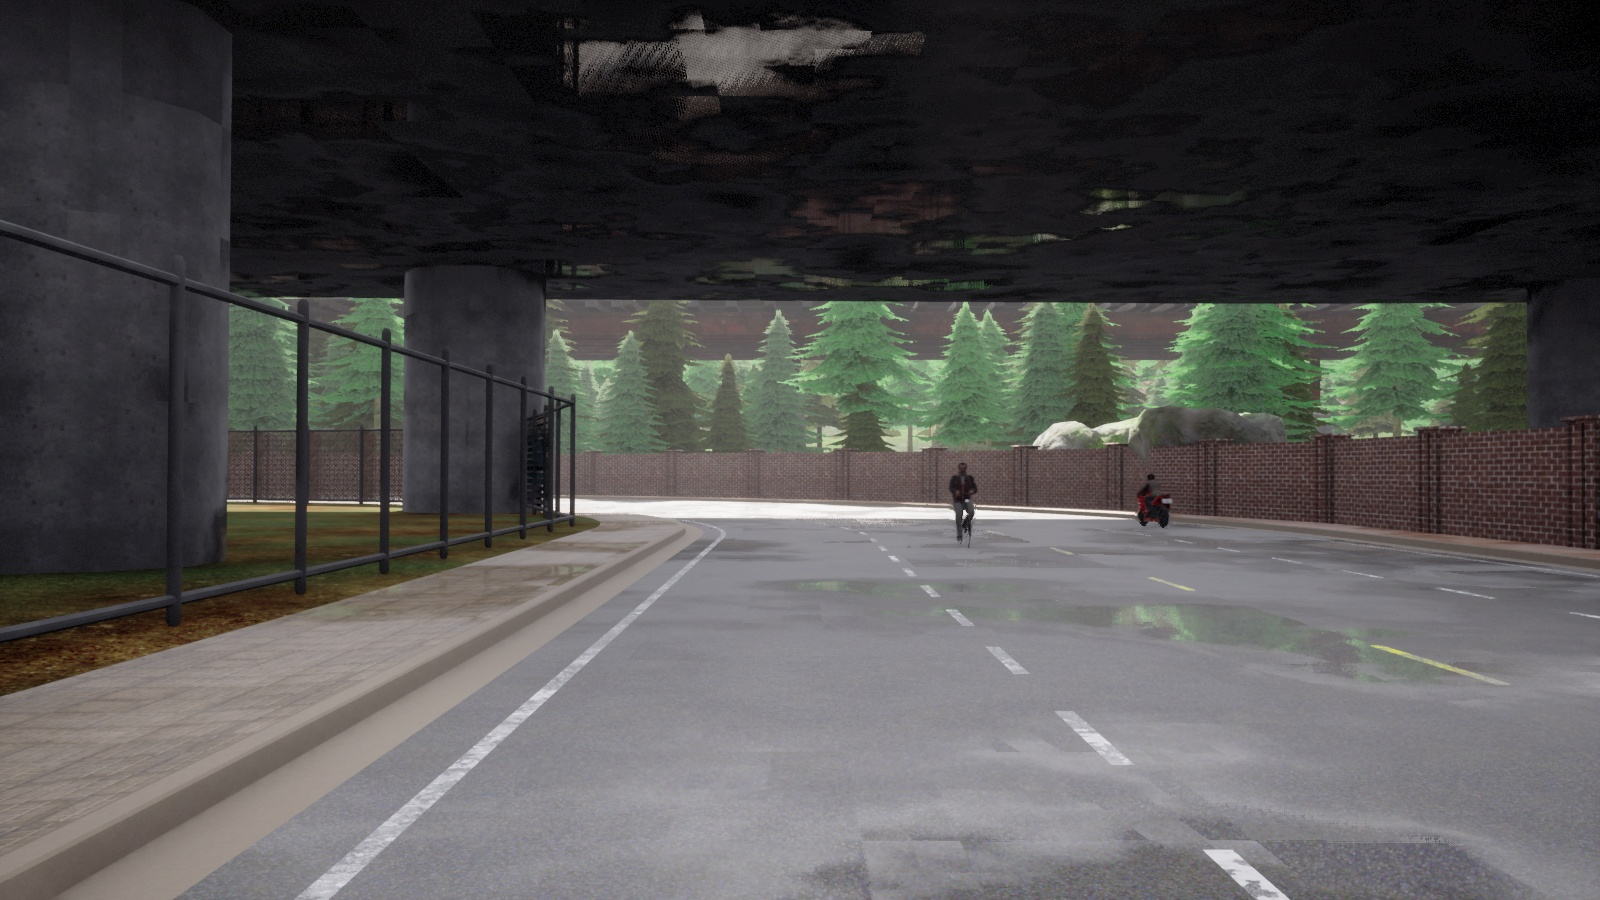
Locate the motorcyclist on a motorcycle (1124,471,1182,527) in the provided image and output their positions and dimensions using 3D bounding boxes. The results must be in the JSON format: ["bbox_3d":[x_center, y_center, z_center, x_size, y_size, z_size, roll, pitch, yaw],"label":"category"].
[{"bbox_3d":[9.918,1.349,35.356,0.797,1.523,2.044,-1,-1,-8],"label":"motorcyclist on a motorcycle"}]

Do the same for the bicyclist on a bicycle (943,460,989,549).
[{"bbox_3d":[3.409,1.105,25.885,0.659,1.776,1.843,0,-1,-1],"label":"bicyclist on a bicycle"}]
